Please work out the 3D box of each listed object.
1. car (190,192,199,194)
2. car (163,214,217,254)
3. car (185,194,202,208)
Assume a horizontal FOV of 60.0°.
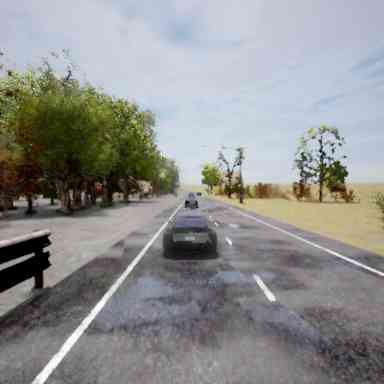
[{"bbox_3d":[-0.088,1.236,80.391,2.097,1.767,4.553,0,0,0],"label":"car"},{"bbox_3d":[-0.068,1.556,13.353,1.994,1.385,4.181,0,0,0],"label":"car"},{"bbox_3d":[-0.080,1.437,47.408,2.128,1.511,4.902,0,0,0],"label":"car"}]
